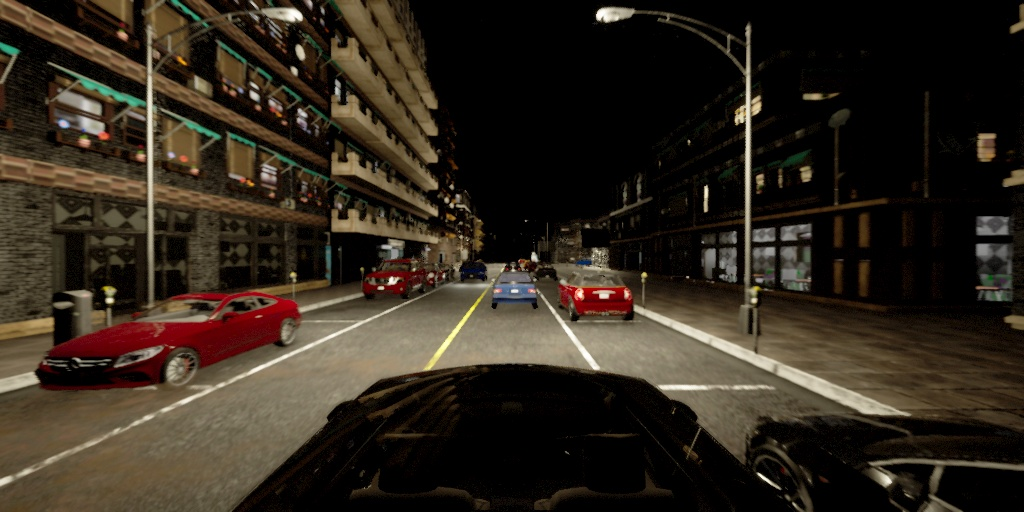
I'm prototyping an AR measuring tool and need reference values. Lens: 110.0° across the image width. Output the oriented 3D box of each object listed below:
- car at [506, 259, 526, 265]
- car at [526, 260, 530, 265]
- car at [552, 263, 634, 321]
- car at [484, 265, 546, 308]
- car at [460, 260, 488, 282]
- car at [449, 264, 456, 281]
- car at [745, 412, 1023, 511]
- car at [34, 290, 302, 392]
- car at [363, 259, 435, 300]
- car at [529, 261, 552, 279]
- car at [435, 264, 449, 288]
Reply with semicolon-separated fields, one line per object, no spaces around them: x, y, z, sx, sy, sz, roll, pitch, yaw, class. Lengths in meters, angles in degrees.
0.109;1.331;37.250;2.033;1.411;5.357;0;0;0;car
2.698;1.333;40.885;1.888;1.381;4.507;0;0;0;car
2.692;1.197;12.403;1.967;1.591;4.097;0;0;0;car
0.100;1.307;15.363;2.033;1.411;5.357;0;0;0;car
-3.004;1.251;29.259;1.882;1.535;5.008;0;0;0;car
-5.685;1.323;29.499;2.007;1.370;4.403;0;0;0;car
2.690;1.316;1.011;1.948;1.339;4.313;0;0;0;car
-5.690;1.335;6.712;1.802;1.307;4.207;0;0;0;car
-5.687;1.076;18.105;2.192;1.841;5.009;0;0;0;car
2.696;1.323;29.493;2.007;1.370;4.403;0;0;0;car
-5.686;1.206;23.802;1.967;1.591;4.097;0;0;0;car
